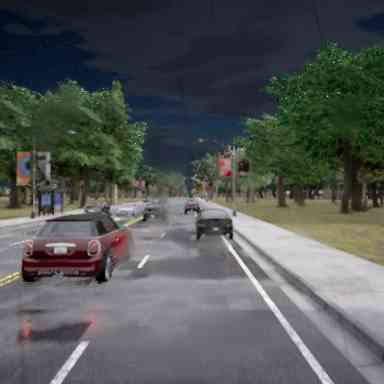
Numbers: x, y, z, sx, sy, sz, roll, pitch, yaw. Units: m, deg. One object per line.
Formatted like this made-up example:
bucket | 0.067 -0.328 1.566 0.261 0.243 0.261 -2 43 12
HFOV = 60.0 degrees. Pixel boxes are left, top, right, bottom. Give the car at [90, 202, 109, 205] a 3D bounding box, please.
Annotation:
car | -9.848 1.778 34.924 2.128 1.511 4.902 0 -1 0

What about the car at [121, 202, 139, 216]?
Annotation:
car | -6.599 1.808 34.498 1.812 1.442 4.674 0 0 0

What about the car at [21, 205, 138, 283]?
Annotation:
car | -3.151 1.435 10.094 2.097 1.767 4.553 0 0 0

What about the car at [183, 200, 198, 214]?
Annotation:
car | 0.026 1.839 40.601 1.837 1.490 4.892 0 0 1

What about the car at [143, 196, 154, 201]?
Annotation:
car | -9.758 1.737 75.482 2.097 1.767 4.553 0 0 0

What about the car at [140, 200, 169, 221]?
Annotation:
car | -3.153 1.744 29.296 1.837 1.490 4.892 0 0 0

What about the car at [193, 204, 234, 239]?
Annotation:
car | 1.135 1.627 18.253 1.882 1.535 5.008 0 0 0

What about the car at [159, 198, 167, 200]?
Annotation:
car | -6.508 1.965 75.035 1.994 1.385 4.181 0 0 0

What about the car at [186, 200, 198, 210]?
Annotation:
car | -0.006 1.960 52.715 1.812 1.442 4.674 0 0 0
